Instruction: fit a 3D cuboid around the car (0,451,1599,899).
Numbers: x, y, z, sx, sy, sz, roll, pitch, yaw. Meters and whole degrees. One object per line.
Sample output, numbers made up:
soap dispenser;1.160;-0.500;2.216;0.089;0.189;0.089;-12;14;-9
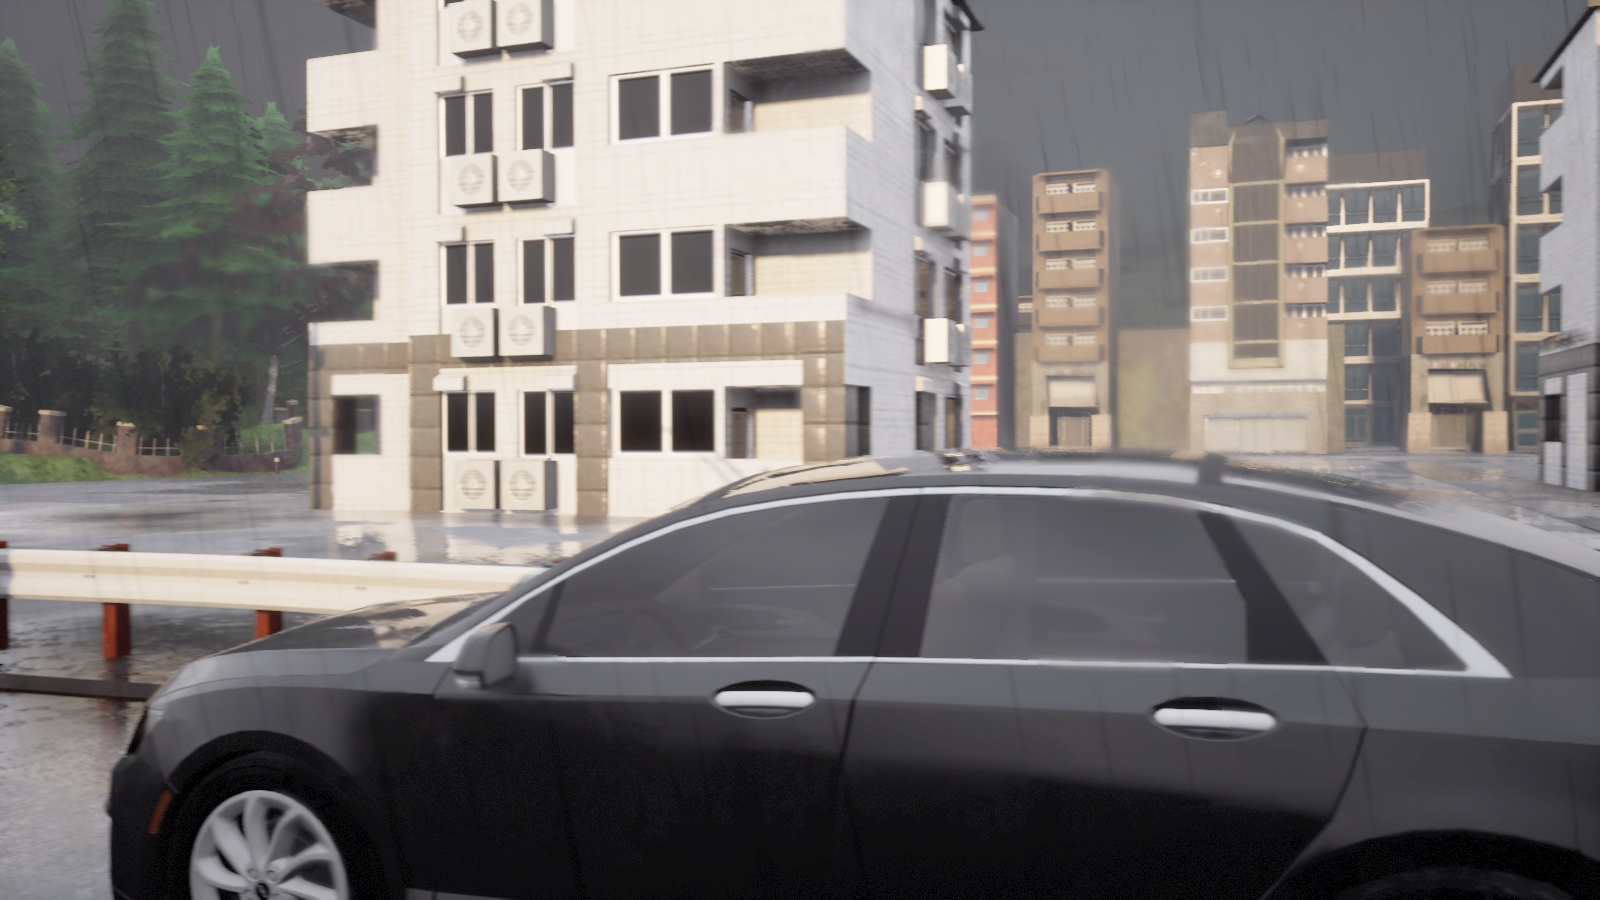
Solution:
car;0.228;0.769;3.682;4.892;1.490;1.837;0;1;20
